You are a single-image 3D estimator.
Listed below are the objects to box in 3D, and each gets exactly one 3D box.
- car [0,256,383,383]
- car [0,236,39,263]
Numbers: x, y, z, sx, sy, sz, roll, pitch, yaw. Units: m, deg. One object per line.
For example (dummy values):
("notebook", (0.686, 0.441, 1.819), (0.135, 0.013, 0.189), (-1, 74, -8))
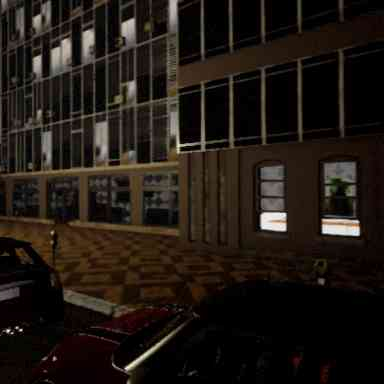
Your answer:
("car", (0.497, 1.444, 2.522), (4.097, 1.590, 1.967), (0, 0, 35))
("car", (-4.137, 1.470, 5.827), (4.097, 1.590, 1.967), (0, 0, 35))
